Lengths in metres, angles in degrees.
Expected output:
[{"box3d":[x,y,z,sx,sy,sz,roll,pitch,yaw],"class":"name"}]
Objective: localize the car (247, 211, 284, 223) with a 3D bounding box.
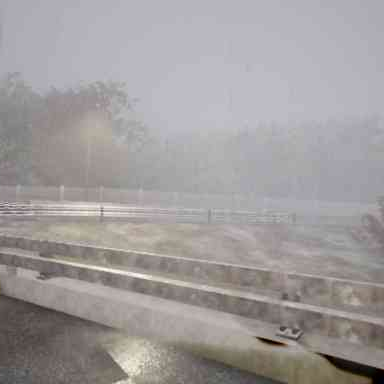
[{"box3d":[8.938,2.993,40.154,4.718,1.301,1.895,4,-1,-22],"class":"car"}]
